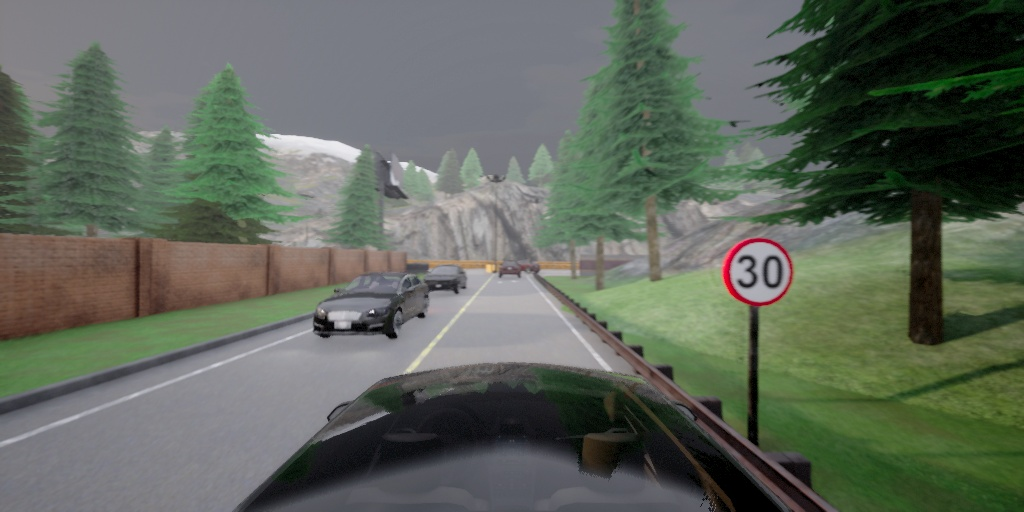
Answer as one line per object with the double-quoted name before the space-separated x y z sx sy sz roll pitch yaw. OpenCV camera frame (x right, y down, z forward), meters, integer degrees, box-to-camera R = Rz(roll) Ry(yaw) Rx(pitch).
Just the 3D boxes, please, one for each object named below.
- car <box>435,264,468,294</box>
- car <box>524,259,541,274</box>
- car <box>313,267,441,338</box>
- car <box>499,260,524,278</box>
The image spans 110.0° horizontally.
"car" -3.693 1.229 20.471 1.882 1.535 5.008 1 0 0
"car" 1.243 1.229 44.698 4.553 1.767 2.097 0 0 37
"car" -3.641 1.220 10.145 2.128 1.511 4.902 1 0 0
"car" -0.126 1.178 35.855 2.097 1.767 4.553 1 0 2
